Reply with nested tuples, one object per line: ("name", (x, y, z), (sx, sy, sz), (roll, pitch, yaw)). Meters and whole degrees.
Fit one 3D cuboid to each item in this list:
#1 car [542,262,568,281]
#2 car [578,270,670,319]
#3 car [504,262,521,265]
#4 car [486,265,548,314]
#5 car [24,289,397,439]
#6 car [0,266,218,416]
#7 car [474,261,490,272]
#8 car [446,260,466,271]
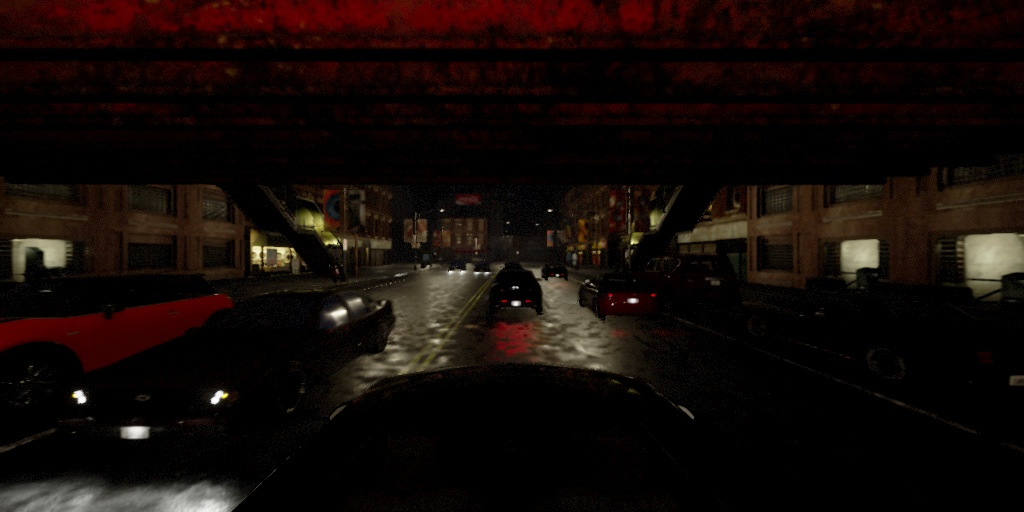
("car", (3.523, 1.250, 30.430), (1.837, 1.490, 4.892), (0, 0, 0))
("car", (3.624, 1.313, 12.761), (1.994, 1.385, 4.181), (0, 0, 0))
("car", (0.023, 1.248, 30.464), (1.837, 1.490, 4.892), (0, 0, 0))
("car", (0.121, 1.252, 13.799), (1.837, 1.490, 4.892), (0, 0, 0))
("car", (-3.582, 1.294, 6.077), (2.033, 1.411, 5.357), (0, 0, 0))
("car", (-7.088, 1.097, 5.930), (2.097, 1.767, 4.553), (0, 0, 0))
("car", (-3.774, 1.284, 46.145), (2.033, 1.411, 5.357), (0, 0, 0))
("car", (-7.276, 1.260, 48.164), (1.812, 1.442, 4.674), (0, 0, 0))
